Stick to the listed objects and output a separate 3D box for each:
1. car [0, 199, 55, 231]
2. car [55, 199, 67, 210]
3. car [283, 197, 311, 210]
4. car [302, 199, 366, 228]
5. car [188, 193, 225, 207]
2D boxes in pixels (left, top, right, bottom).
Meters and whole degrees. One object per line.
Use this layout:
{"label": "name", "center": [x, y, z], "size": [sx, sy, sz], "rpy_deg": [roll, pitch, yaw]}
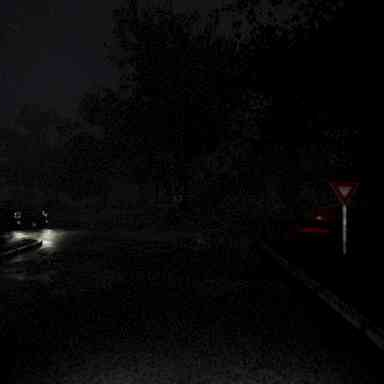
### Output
{"label": "car", "center": [-10.826, 1.311, 20.636], "size": [4.553, 1.767, 2.097], "rpy_deg": [0, 0, 40]}
{"label": "car", "center": [-16.918, 1.471, 38.680], "size": [2.033, 1.411, 5.357], "rpy_deg": [0, 0, 18]}
{"label": "car", "center": [13.170, 1.397, 40.368], "size": [1.882, 1.535, 5.008], "rpy_deg": [0, -1, -23]}
{"label": "car", "center": [9.771, 1.433, 22.167], "size": [5.008, 1.535, 1.882], "rpy_deg": [0, 1, -39]}
{"label": "car", "center": [2.068, 1.108, 49.301], "size": [5.566, 2.045, 2.150], "rpy_deg": [0, 0, 13]}
